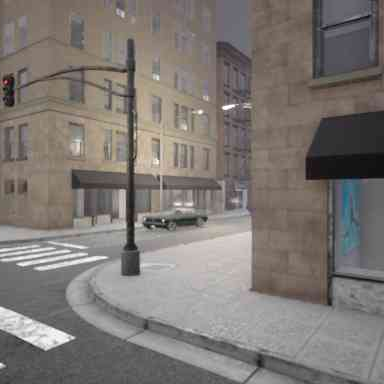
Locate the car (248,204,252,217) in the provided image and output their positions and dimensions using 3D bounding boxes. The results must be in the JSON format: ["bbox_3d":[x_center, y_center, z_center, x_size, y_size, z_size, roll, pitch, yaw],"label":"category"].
[{"bbox_3d":[7.643,1.415,33.133,2.150,2.045,5.566,0,-1,36],"label":"car"}]

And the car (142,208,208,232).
[{"bbox_3d":[-0.975,1.706,21.016,1.895,1.301,4.718,0,0,35],"label":"car"}]
